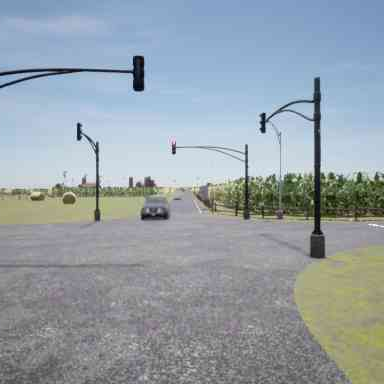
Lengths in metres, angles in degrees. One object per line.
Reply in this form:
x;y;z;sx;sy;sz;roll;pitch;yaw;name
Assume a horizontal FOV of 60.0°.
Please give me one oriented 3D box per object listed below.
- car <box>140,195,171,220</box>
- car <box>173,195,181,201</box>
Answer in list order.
-2.987;1.335;27.943;2.150;2.045;5.566;0;0;-1;car
-3.509;1.418;80.114;2.033;1.411;5.357;0;0;0;car
